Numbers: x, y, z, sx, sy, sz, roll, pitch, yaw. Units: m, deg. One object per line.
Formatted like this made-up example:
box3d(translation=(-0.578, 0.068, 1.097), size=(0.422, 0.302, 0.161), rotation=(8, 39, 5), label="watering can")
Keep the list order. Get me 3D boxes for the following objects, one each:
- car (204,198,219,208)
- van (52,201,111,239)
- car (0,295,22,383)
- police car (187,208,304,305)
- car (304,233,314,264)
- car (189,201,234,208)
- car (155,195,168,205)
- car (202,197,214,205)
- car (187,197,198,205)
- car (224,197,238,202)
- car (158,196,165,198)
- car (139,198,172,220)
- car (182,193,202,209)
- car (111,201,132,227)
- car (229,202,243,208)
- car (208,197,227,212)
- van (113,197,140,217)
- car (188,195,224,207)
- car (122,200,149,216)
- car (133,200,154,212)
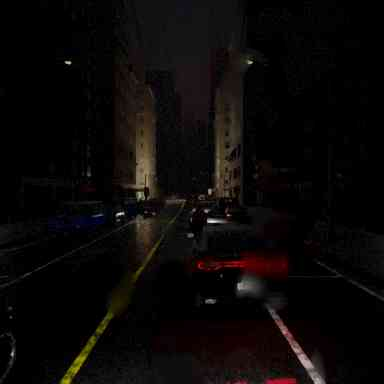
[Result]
box3d(translation=(2.916, 1.558, 50.030), size=(2.008, 1.369, 4.403), rotation=(0, 0, 0), label="car")
box3d(translation=(-5.650, 1.341, 17.034), size=(1.690, 1.788, 3.998), rotation=(0, 0, 0), label="van")
box3d(translation=(-3.098, 1.564, 2.414), size=(1.994, 1.385, 4.181), rotation=(0, 0, 0), label="car")
box3d(translation=(0.909, 1.425, 8.309), size=(1.930, 1.638, 5.238), rotation=(0, 0, 0), label="police car")
box3d(translation=(2.869, 1.581, 11.521), size=(1.802, 1.307, 4.206), rotation=(0, 0, 0), label="car")
box3d(translation=(0.921, 1.478, 18.199), size=(1.882, 1.535, 5.008), rotation=(0, 0, 0), label="car")
box3d(translation=(-5.596, 1.453, 61.044), size=(1.967, 1.590, 4.097), rotation=(0, 0, 0), label="car")
box3d(translation=(2.930, 1.578, 61.033), size=(1.947, 1.339, 4.313), rotation=(0, 0, 0), label="car")
box3d(translation=(0.072, 1.576, 59.069), size=(1.994, 1.385, 4.181), rotation=(0, 0, 0), label="car")
box3d(translation=(2.889, 1.316, 28.025), size=(2.192, 1.841, 5.009), rotation=(0, 0, 0), label="car")
box3d(translation=(-5.609, 1.573, 50.041), size=(1.947, 1.339, 4.313), rotation=(0, 0, 0), label="car")
box3d(translation=(-2.966, 1.506, 28.188), size=(1.837, 1.490, 4.892), rotation=(0, 0, 0), label="car")
box3d(translation=(0.081, 1.358, 46.286), size=(2.097, 1.767, 4.553), rotation=(0, 0, 1), label="car")
box3d(translation=(-5.643, 1.551, 22.534), size=(2.008, 1.369, 4.403), rotation=(0, 0, 0), label="car")
box3d(translation=(2.883, 1.582, 22.523), size=(1.802, 1.307, 4.206), rotation=(0, 0, 0), label="car")
box3d(translation=(2.903, 1.443, 39.028), size=(1.967, 1.590, 4.097), rotation=(0, 0, 0), label="car")
box3d(translation=(-5.636, 1.342, 28.035), size=(1.690, 1.788, 3.998), rotation=(0, 0, 0), label="van")
box3d(translation=(0.929, 1.351, 24.169), size=(2.097, 1.767, 4.553), rotation=(0, 0, 0), label="car")
box3d(translation=(-5.629, 1.568, 33.537), size=(1.947, 1.339, 4.313), rotation=(0, 0, 0), label="car")
box3d(translation=(-5.622, 1.585, 39.038), size=(1.802, 1.307, 4.206), rotation=(0, 0, 0), label="car")
